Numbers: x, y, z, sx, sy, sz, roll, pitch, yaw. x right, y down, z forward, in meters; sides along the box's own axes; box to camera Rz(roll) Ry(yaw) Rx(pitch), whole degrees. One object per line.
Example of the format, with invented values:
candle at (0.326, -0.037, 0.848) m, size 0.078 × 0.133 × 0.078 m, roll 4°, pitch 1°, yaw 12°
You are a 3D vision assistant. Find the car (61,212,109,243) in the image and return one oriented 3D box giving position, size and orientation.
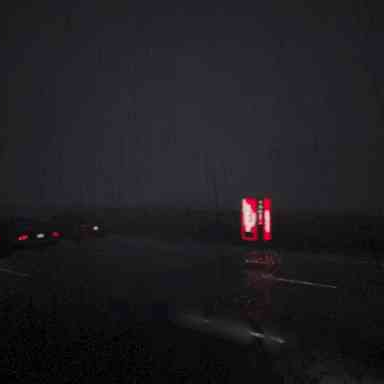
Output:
car at (-6.219, 1.721, 17.025) m, size 4.181 × 1.385 × 1.994 m, roll -1°, pitch 0°, yaw 35°

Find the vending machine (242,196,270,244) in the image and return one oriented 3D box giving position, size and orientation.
vending machine at (2.955, 1.262, 15.355) m, size 0.880 × 2.100 × 1.100 m, roll -1°, pitch 0°, yaw 35°

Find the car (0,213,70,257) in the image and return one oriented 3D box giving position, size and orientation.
car at (-7.630, 1.696, 13.734) m, size 5.357 × 1.411 × 2.033 m, roll -1°, pitch 0°, yaw 35°

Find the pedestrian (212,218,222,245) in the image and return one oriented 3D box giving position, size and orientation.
pedestrian at (1.127, 1.372, 14.605) m, size 0.375 × 1.860 × 0.375 m, roll -1°, pitch 0°, yaw 35°
